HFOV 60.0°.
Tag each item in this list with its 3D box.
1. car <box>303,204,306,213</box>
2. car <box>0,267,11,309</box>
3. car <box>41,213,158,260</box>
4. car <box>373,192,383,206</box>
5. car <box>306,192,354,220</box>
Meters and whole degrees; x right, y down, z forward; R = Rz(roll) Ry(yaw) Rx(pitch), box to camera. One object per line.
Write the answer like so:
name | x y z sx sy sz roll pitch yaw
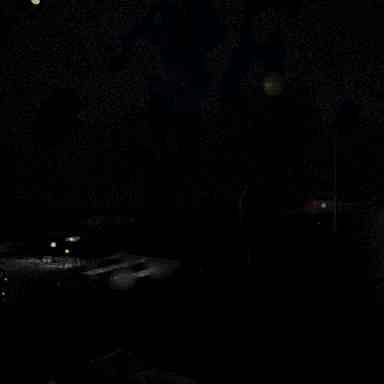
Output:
car | 12.483 1.332 32.949 1.812 1.442 4.674 0 0 37
car | -5.182 1.468 4.507 2.128 1.511 4.902 0 0 37
car | -3.182 1.463 12.092 1.994 1.385 4.181 0 0 37
car | 28.130 1.090 48.922 2.150 2.045 5.566 0 -1 37
car | 11.219 1.044 26.377 2.150 2.045 5.566 0 0 37
